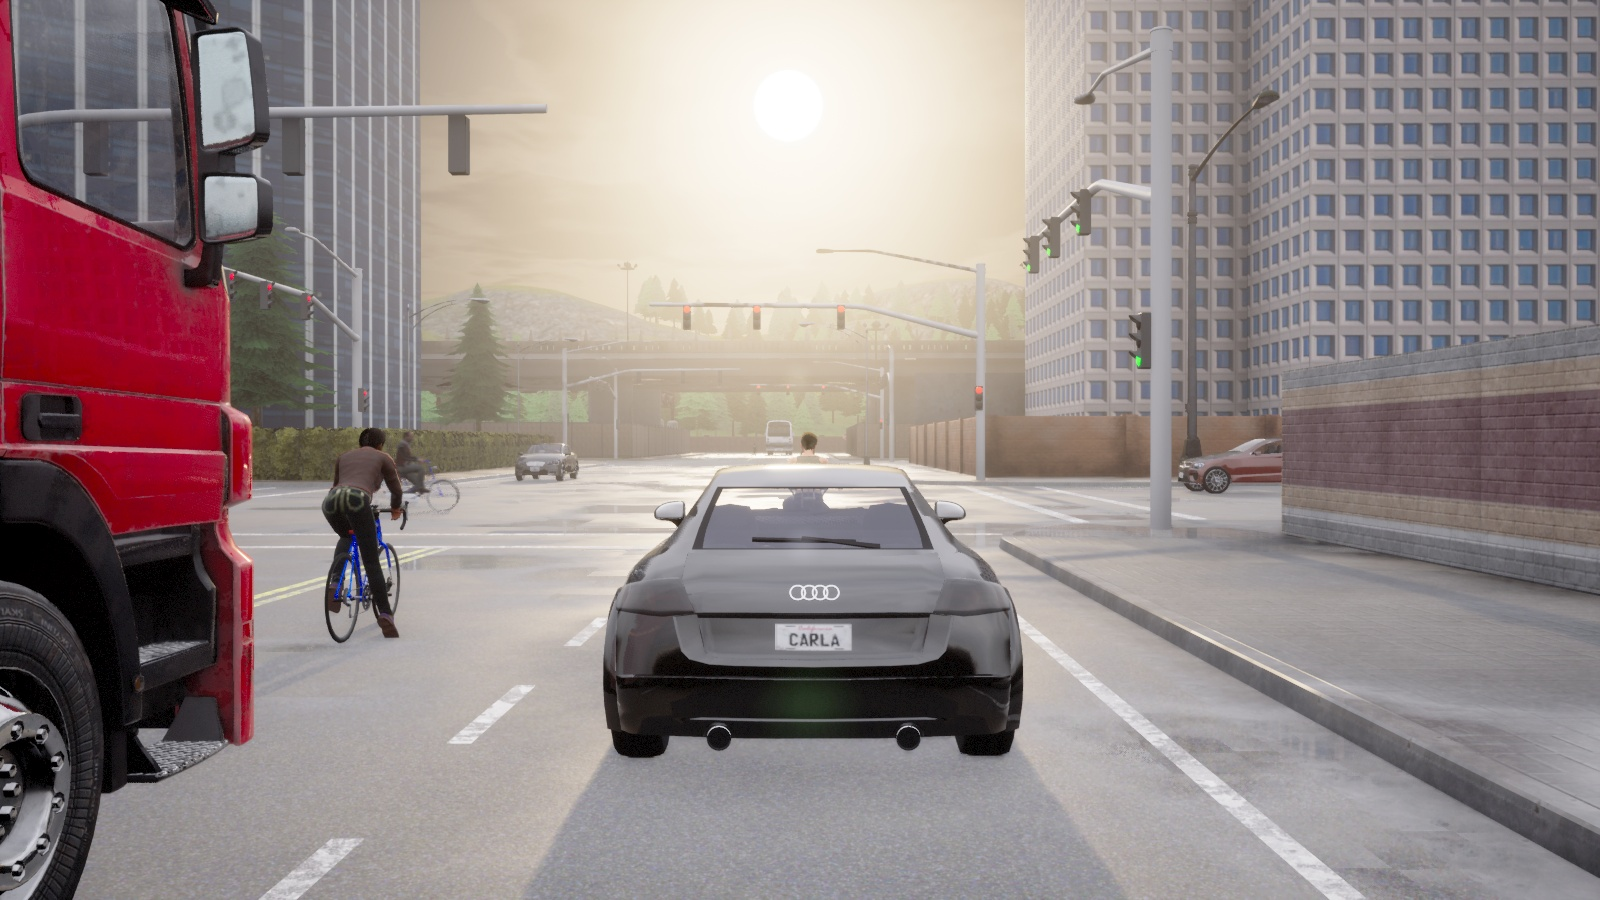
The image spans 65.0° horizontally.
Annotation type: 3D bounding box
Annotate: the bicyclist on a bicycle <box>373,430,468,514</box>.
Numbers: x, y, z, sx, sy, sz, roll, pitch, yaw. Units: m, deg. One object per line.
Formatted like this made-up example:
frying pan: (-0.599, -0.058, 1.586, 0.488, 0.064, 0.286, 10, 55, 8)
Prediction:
bicyclist on a bicycle: (-8.156, 0.458, 27.013, 1.843, 1.776, 0.659, 0, 0, -1)

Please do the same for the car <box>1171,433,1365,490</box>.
car: (13.928, 0.324, 37.603, 5.027, 1.651, 2.152, 0, 0, 1)

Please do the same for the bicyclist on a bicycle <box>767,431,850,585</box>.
bicyclist on a bicycle: (0.093, 0.604, 13.963, 0.866, 1.612, 1.509, 0, 0, 0)

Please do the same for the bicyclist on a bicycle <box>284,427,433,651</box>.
bicyclist on a bicycle: (-3.426, 0.641, 9.893, 0.582, 1.620, 1.656, 0, 0, 0)

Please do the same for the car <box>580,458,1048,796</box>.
car: (0.060, 0.768, 7.443, 1.994, 1.385, 4.181, 0, 0, 0)

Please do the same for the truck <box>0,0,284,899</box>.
truck: (-3.478, -0.243, 0.926, 2.891, 3.462, 7.936, 0, 0, 0)

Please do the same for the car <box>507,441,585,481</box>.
car: (-10.185, 0.408, 50.752, 2.128, 1.511, 4.902, 0, 0, 0)
